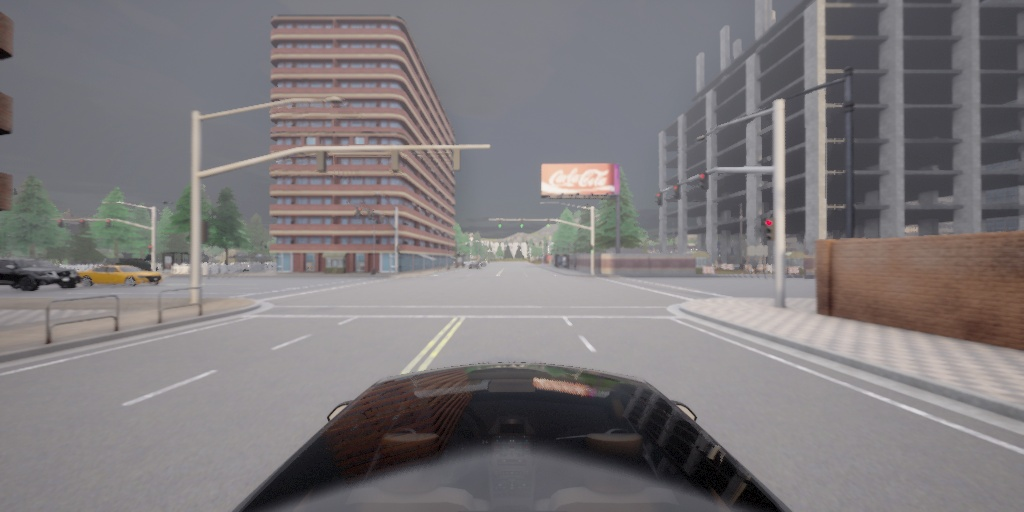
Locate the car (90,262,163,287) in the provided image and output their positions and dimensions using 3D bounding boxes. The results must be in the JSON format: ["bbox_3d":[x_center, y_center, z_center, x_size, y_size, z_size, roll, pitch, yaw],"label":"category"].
[{"bbox_3d":[-28.108,1.404,25.825,5.008,1.535,1.882,0,0,1],"label":"car"}]

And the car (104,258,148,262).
[{"bbox_3d":[-47.115,1.225,44.382,2.150,2.045,5.566,-1,-1,-3],"label":"car"}]

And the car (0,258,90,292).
[{"bbox_3d":[-30.537,1.124,22.363,5.566,2.045,2.150,0,0,1],"label":"car"}]
